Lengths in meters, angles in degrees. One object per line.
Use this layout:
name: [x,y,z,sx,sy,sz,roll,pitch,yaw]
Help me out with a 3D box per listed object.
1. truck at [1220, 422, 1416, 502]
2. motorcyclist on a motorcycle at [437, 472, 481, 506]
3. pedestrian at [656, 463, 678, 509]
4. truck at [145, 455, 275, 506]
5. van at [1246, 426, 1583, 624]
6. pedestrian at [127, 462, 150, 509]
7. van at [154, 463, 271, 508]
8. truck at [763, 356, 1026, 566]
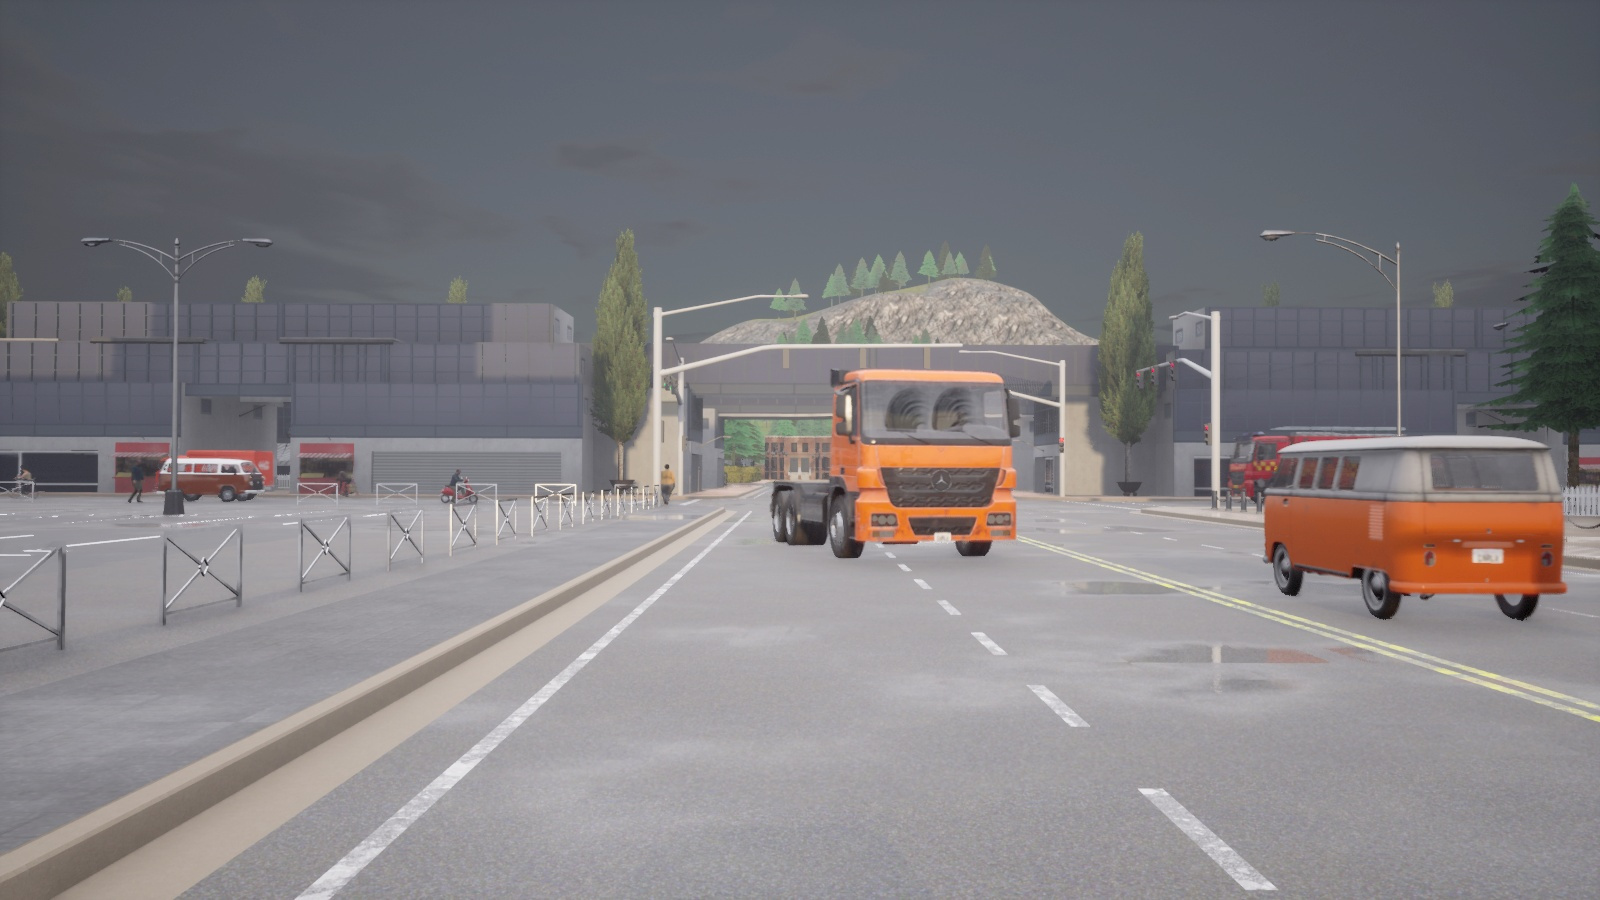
truck: [25.440,0.587,61.934,8.468,3.827,2.891,0,-1,0]
motorcyclist on a motorcycle: [-15.840,1.808,58.317,1.817,1.590,0.866,0,-1,1]
pedestrian: [-5.502,1.482,51.986,0.874,1.855,0.900,0,-1,-7]
truck: [-29.130,1.486,62.158,5.204,2.467,2.627,0,-1,2]
van: [6.966,0.788,14.853,1.775,1.987,4.442,0,-1,0]
pedestrian: [-26.637,1.427,50.563,0.726,1.842,0.402,-1,-1,17]
van: [-27.373,1.629,58.607,4.480,2.038,2.069,0,-1,2]
truck: [1.501,0.244,24.907,2.891,3.462,7.936,0,-1,-13]
